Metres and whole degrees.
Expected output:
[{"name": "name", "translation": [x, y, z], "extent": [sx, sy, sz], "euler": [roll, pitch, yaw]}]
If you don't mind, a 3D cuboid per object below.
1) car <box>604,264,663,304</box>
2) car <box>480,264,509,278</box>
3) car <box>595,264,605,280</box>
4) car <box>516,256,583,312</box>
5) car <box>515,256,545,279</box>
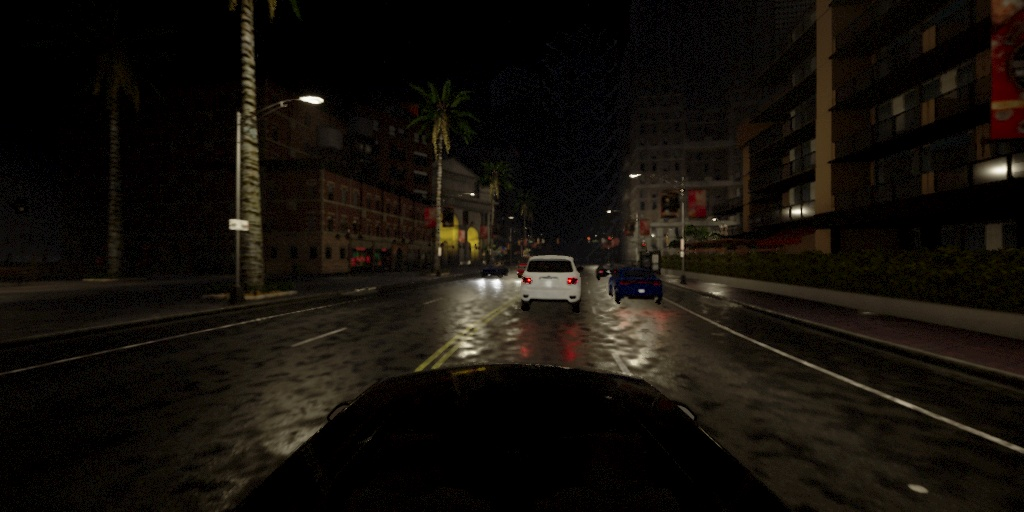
[{"name": "car", "translation": [5.678, 1.292, 16.947], "extent": [1.882, 1.535, 5.008], "euler": [0, -1, 10]}, {"name": "car", "translation": [-1.679, 1.448, 35.336], "extent": [1.895, 1.301, 4.718], "euler": [0, 0, 11]}, {"name": "car", "translation": [8.697, 1.420, 33.082], "extent": [2.033, 1.411, 5.357], "euler": [0, 0, 11]}, {"name": "car", "translation": [1.732, 1.016, 14.849], "extent": [2.150, 2.045, 5.566], "euler": [0, 0, 10]}, {"name": "car", "translation": [1.892, 1.084, 35.334], "extent": [2.150, 2.045, 5.566], "euler": [0, 0, 11]}]
